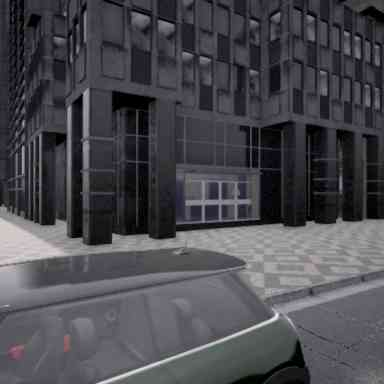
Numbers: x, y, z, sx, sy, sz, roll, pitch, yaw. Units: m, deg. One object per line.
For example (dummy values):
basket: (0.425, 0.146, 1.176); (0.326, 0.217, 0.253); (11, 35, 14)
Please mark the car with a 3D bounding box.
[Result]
car: (-1.221, 1.352, 2.433); (4.553, 1.767, 2.097); (0, 0, -35)
